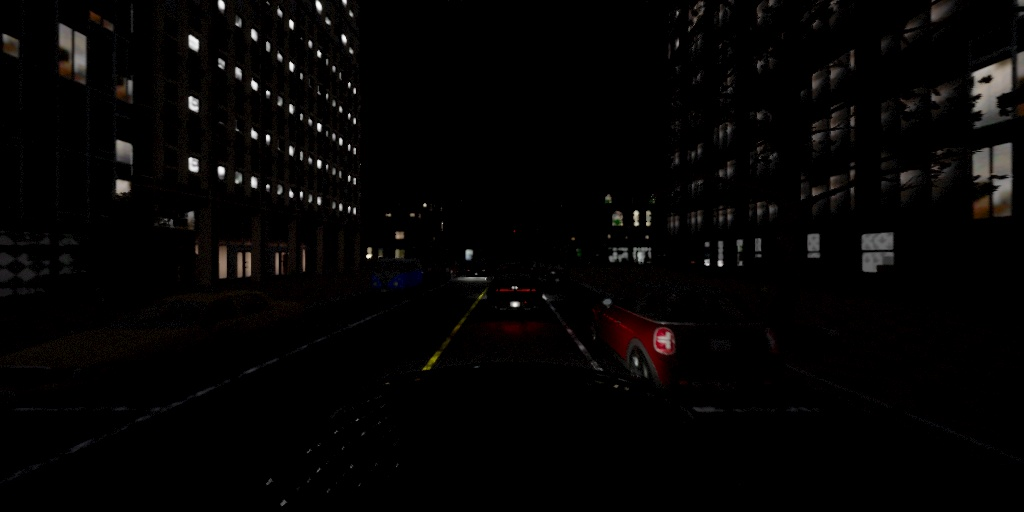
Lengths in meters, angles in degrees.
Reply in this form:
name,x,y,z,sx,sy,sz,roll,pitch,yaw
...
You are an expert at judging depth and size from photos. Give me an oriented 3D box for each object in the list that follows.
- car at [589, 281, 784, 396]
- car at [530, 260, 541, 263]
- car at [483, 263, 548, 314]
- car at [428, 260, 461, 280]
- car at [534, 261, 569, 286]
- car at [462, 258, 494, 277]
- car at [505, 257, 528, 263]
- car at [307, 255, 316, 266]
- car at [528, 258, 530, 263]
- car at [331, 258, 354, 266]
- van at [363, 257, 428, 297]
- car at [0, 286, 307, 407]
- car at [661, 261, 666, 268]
name,x,y,z,sx,sy,sz,roll,pitch,yaw
car,2.694,1.167,6.574,1.967,1.591,4.097,0,0,0
car,2.715,1.161,29.341,1.888,1.381,4.507,0,0,0
car,0.101,1.200,13.414,1.837,1.490,4.892,0,1,0
car,-5.665,1.055,29.366,1.967,1.591,4.097,0,0,0
car,2.710,1.194,23.649,2.007,1.370,4.403,0,0,0
car,-3.057,1.143,33.418,2.033,1.411,5.357,0,0,0
car,0.120,1.089,30.216,1.882,1.535,5.008,0,0,0
car,-30.905,0.661,53.243,5.009,1.841,2.192,0,0,1
car,2.726,1.110,40.725,2.007,1.370,4.403,0,0,0
car,-25.368,0.921,53.153,4.403,1.370,2.007,0,0,1
van,-5.676,1.012,17.982,1.690,1.789,3.998,0,0,0
car,-5.686,1.252,6.427,1.751,1.417,4.829,0,0,0
car,23.688,1.184,52.319,4.207,1.307,1.802,0,0,1
